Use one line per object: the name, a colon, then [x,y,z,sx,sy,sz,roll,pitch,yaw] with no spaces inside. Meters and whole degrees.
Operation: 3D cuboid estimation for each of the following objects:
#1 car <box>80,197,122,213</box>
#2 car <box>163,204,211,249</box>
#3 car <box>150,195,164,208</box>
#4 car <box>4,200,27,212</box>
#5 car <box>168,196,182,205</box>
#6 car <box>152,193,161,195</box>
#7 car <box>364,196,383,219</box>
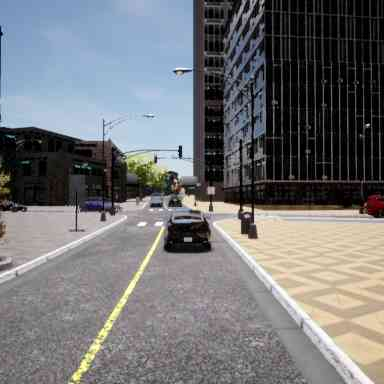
car: [-9.757,1.353,35.882,4.553,1.767,2.097,0,-1,24]
car: [-0.217,1.510,14.679,1.837,1.490,4.892,0,0,-2]
car: [-5.395,1.559,50.130,2.033,1.411,5.357,0,0,-6]
car: [-20.534,1.568,37.114,4.313,1.339,1.947,0,-1,18]
car: [-2.805,1.370,53.497,2.097,1.767,4.553,0,0,-5]
car: [-6.381,1.236,60.261,2.150,2.045,5.566,0,0,-5]
car: [15.780,1.188,25.178,5.009,1.841,2.192,0,-1,18]
